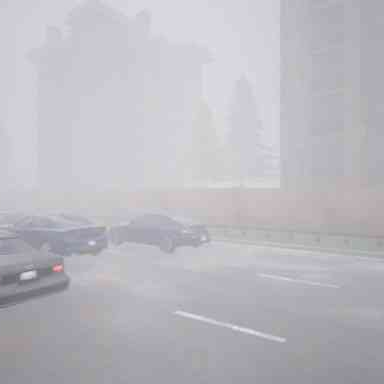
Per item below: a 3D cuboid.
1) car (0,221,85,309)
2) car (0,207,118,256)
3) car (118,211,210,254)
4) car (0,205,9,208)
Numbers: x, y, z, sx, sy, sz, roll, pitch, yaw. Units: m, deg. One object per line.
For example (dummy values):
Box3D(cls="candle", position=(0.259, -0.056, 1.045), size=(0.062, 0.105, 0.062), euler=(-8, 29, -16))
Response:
Box3D(cls="car", position=(-4.966, 1.544, 7.463), size=(5.357, 1.411, 2.033), euler=(0, 0, 36))
Box3D(cls="car", position=(-5.155, 1.473, 11.924), size=(5.008, 1.535, 1.882), euler=(-1, 0, 36))
Box3D(cls="car", position=(-1.441, 1.522, 13.556), size=(4.674, 1.442, 1.812), euler=(0, 0, 36))
Box3D(cls="car", position=(-13.110, 1.538, 21.874), size=(5.357, 1.411, 2.033), euler=(0, 0, 36))
